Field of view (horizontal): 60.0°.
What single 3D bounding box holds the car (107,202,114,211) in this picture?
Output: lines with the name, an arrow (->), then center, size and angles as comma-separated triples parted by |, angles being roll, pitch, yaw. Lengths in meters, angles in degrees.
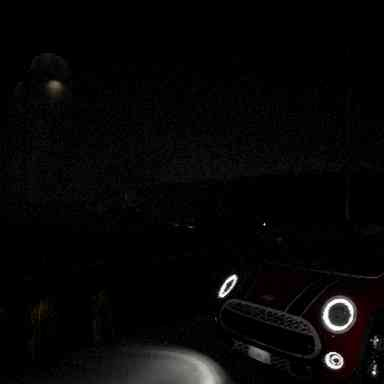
car -> -8.589, 1.802, 39.778 | 1.882, 1.535, 5.008 | 1, 0, -36

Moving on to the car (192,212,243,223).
car -> 2.080, 1.823, 19.211 | 1.895, 1.301, 4.718 | 1, -1, -35

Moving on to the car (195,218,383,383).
car -> 2.424, 1.365, 5.527 | 4.553, 1.767, 2.097 | 1, -1, -44

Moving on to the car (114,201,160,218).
car -> -4.484, 1.772, 28.409 | 2.128, 1.511, 4.902 | 1, 0, -35
